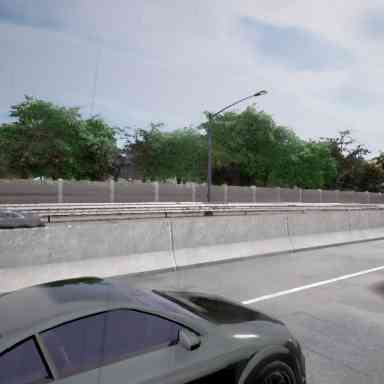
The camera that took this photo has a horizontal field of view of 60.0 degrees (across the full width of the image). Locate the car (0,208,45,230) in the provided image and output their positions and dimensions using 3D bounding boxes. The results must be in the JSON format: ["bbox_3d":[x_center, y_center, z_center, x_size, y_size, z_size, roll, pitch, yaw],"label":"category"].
[{"bbox_3d":[-9.136,1.493,14.672,4.902,1.511,2.128,0,0,-35],"label":"car"}]

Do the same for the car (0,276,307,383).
[{"bbox_3d":[-0.842,1.566,3.152,4.181,1.385,1.994,0,0,-35],"label":"car"}]

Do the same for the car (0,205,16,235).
[{"bbox_3d":[-11.893,1.504,17.007,4.892,1.490,1.837,0,0,-35],"label":"car"}]
